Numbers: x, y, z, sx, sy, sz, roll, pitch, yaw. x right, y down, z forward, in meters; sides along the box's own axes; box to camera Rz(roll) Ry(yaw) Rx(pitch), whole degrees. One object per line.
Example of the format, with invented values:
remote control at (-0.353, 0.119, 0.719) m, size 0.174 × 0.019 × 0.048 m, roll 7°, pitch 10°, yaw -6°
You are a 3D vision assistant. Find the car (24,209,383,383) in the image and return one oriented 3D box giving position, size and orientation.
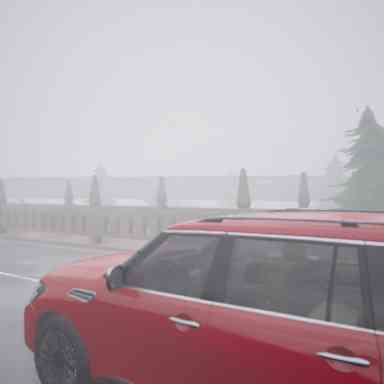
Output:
car at (0.616, 1.208, 3.376) m, size 5.566 × 2.045 × 2.150 m, roll 0°, pitch 0°, yaw 35°
